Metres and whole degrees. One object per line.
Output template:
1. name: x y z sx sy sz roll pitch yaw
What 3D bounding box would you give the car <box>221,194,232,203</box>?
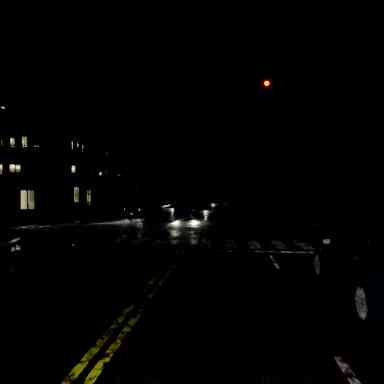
1. car: 7.170 1.479 68.924 1.837 1.490 4.892 0 0 6

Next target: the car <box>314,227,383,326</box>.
1. car: 3.983 1.476 6.969 1.882 1.535 5.008 0 0 7

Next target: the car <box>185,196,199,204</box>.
1. car: 0.110 1.470 64.361 2.128 1.511 4.902 0 0 7

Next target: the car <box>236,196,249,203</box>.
1. car: 10.330 1.523 66.855 2.033 1.411 5.357 0 0 5

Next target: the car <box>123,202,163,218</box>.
1. car: -4.455 1.594 30.637 1.895 1.301 4.718 0 0 19

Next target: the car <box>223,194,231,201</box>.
1. car: 8.268 1.279 79.284 1.882 1.535 5.008 0 0 6

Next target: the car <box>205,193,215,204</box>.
1. car: 3.363 1.201 64.274 2.150 2.045 5.566 0 0 7

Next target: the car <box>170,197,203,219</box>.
1. car: -0.388 1.470 29.334 1.882 1.535 5.008 0 0 6

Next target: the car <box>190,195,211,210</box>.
1. car: 1.161 1.513 43.986 1.812 1.442 4.674 0 0 6

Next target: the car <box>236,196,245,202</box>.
1. car: 11.503 1.564 78.975 1.895 1.301 4.718 0 0 6
